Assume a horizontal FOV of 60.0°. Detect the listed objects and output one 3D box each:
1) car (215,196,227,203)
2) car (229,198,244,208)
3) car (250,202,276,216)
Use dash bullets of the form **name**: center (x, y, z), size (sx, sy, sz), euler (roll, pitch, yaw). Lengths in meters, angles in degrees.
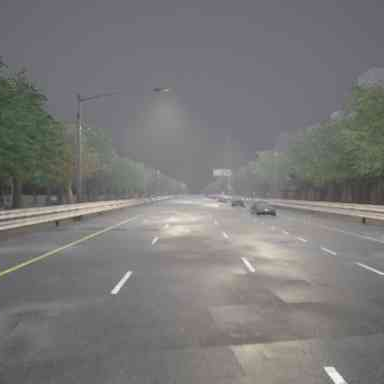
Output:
- **car**: center (7.350, 1.892, 81.195), size (1.994, 1.385, 4.181), euler (0, 0, 1)
- **car**: center (7.149, 1.708, 53.333), size (1.837, 1.490, 4.892), euler (0, 0, 0)
- **car**: center (7.058, 1.676, 33.461), size (1.994, 1.385, 4.181), euler (0, 0, 0)
